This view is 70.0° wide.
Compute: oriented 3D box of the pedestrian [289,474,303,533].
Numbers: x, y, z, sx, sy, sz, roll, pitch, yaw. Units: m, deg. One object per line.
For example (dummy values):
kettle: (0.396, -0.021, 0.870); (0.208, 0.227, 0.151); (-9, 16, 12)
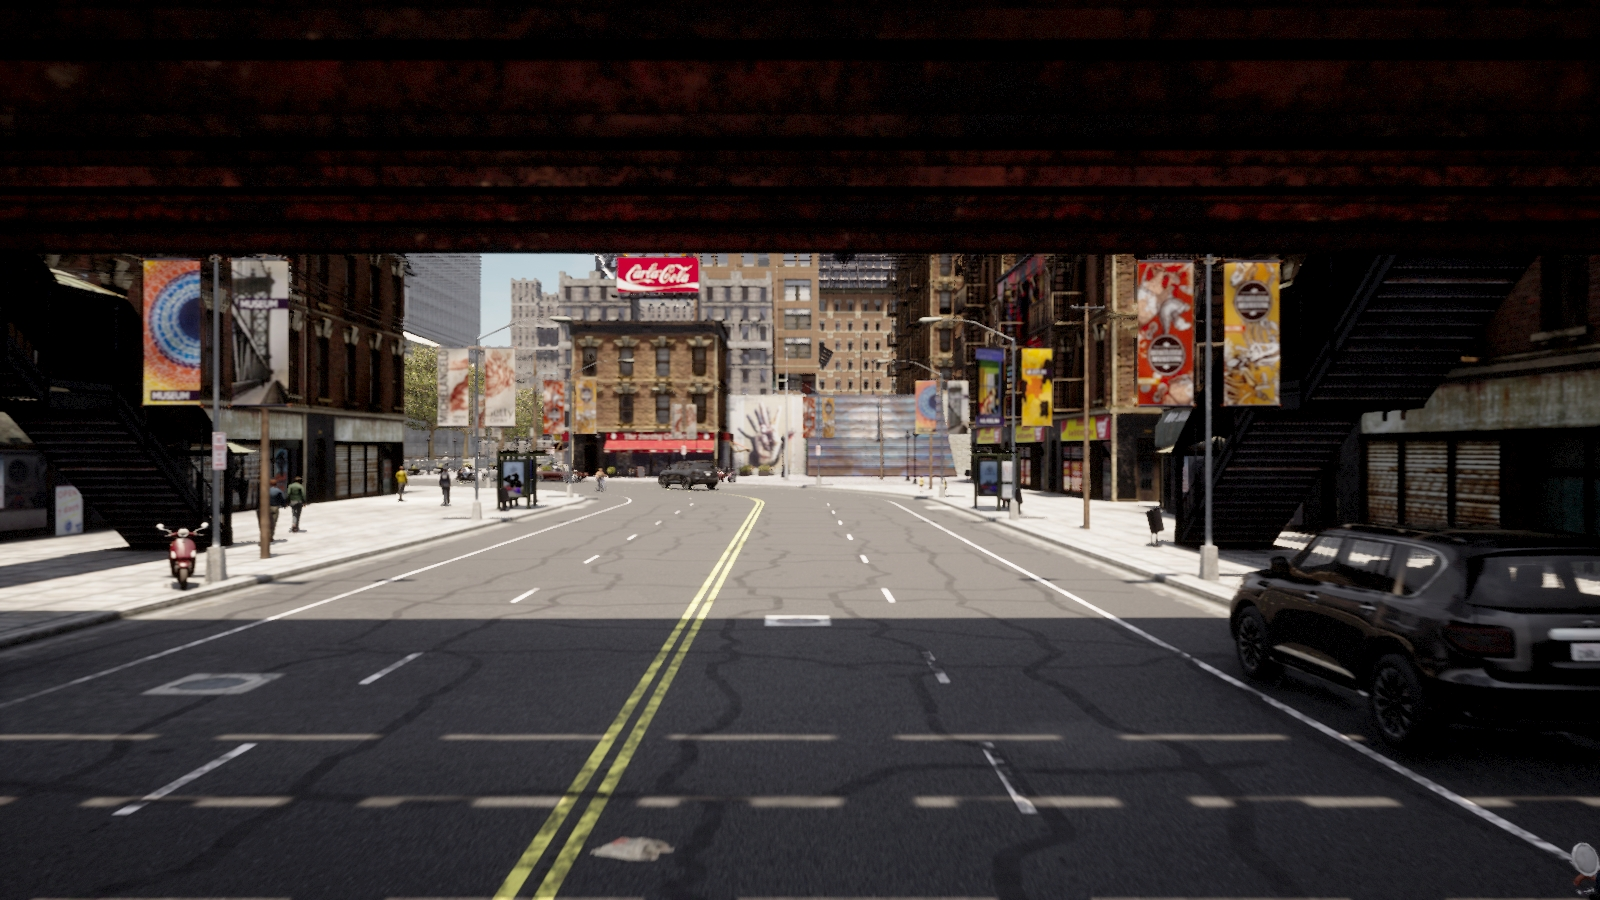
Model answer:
pedestrian: (-16.135, 1.696, 36.586); (0.375, 1.860, 0.375); (0, 0, -16)

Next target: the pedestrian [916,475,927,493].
pedestrian: (7.470, 2.076, 70.312); (0.500, 1.100, 0.500); (0, 0, -18)

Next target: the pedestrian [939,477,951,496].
pedestrian: (8.265, 2.076, 65.098); (0.500, 1.100, 0.500); (0, 0, -21)

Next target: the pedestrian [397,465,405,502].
pedestrian: (-20.301, 1.696, 58.202); (0.375, 1.860, 0.375); (0, 0, -21)

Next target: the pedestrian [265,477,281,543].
pedestrian: (-15.058, 1.696, 32.630); (0.375, 1.860, 0.375); (0, 0, -18)

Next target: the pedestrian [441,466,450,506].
pedestrian: (-16.606, 1.696, 53.541); (0.375, 1.860, 0.375); (0, 0, -9)

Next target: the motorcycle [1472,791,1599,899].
motorcycle: (3.513, 2.182, 4.342); (0.856, 1.236, 1.805); (0, 0, 0)
